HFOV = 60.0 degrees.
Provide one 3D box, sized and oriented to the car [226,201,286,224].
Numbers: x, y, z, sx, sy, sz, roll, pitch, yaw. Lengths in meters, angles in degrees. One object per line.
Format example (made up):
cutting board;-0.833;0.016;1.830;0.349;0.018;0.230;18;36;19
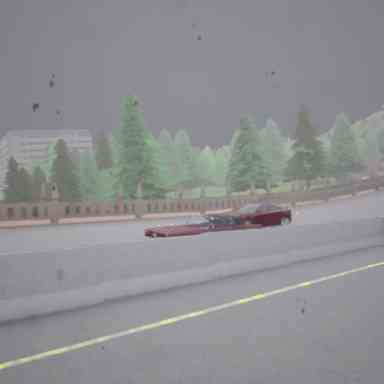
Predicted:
car;4.765;1.429;24.586;4.181;1.385;1.994;-1;1;-35

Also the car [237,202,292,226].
car;3.785;1.378;19.589;5.008;1.535;1.882;0;0;-35

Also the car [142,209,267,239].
car;0.493;1.546;12.942;4.718;1.301;1.895;0;0;-36
